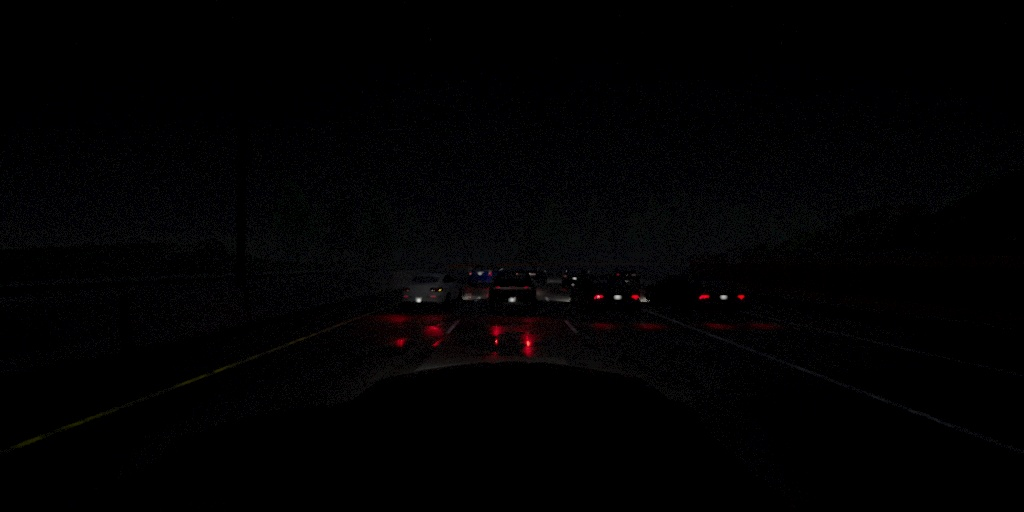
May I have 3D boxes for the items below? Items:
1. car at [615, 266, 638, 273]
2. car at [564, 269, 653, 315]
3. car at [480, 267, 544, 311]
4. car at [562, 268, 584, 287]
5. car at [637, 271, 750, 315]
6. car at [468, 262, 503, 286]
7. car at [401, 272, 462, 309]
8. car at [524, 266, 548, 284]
[{"bbox_3d":[8.430,1.520,26.812,2.128,1.511,4.902,0,-1,16],"label":"car"},{"bbox_3d":[3.536,1.437,14.351,2.033,1.411,5.357,0,-1,1],"label":"car"},{"bbox_3d":[0.081,1.393,15.325,2.128,1.511,4.902,0,0,2],"label":"car"},{"bbox_3d":[5.021,1.600,27.590,1.994,1.385,4.181,0,-1,16],"label":"car"},{"bbox_3d":[7.036,1.437,14.353,2.033,1.411,5.357,0,-1,1],"label":"car"},{"bbox_3d":[-1.853,1.402,28.971,2.097,1.767,4.553,0,-1,15],"label":"car"},{"bbox_3d":[-3.402,1.430,15.725,1.812,1.442,4.674,0,0,2],"label":"car"},{"bbox_3d":[1.584,1.537,28.304,2.128,1.511,4.902,0,-1,16],"label":"car"}]
